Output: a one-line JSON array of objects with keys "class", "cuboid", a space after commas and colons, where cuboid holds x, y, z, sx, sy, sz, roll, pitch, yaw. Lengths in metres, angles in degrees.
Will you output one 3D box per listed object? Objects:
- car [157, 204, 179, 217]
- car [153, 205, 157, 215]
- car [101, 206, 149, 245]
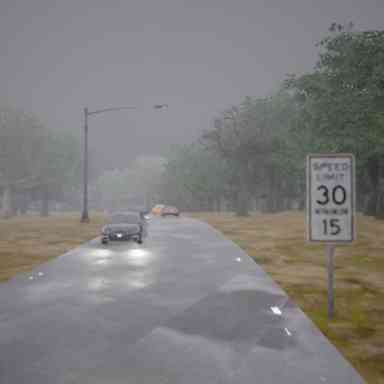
[{"class": "car", "cuboid": [-2.703, 2.291, 40.143, 1.994, 1.385, 4.181, 0, -2, -10]}, {"class": "car", "cuboid": [-4.758, 2.608, 49.863, 1.882, 1.535, 5.008, 0, -3, -13]}, {"class": "car", "cuboid": [-3.239, 1.672, 16.660, 1.837, 1.490, 4.892, 0, -1, -3]}]
